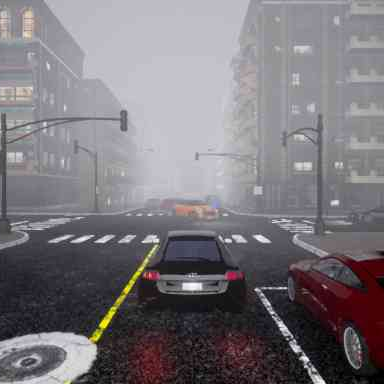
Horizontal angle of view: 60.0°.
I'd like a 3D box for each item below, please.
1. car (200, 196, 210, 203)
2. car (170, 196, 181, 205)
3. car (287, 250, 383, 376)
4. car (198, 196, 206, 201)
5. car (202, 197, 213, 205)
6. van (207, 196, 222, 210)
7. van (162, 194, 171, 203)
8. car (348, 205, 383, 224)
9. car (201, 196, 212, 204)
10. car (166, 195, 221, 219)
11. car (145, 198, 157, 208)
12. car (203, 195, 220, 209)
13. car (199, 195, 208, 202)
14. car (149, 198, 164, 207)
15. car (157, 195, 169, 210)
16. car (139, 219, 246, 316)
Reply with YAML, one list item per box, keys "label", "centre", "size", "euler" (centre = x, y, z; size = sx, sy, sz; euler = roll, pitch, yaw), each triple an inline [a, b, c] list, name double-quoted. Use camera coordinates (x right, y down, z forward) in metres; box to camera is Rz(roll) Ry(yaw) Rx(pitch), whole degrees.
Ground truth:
- label: "car"
  centre: [2.729, 1.662, 70.765]
  size: [1.887, 1.381, 4.507]
  euler: [-1, 0, 0]
- label: "car"
  centre: [-3.024, 1.565, 61.783]
  size: [1.882, 1.535, 5.008]
  euler: [0, 0, 0]
- label: "car"
  centre: [2.796, 1.582, 5.284]
  size: [1.802, 1.307, 4.206]
  euler: [0, 0, 0]
- label: "car"
  centre: [2.814, 1.768, 92.853]
  size: [1.947, 1.339, 4.313]
  euler: [-1, 0, 0]
- label: "car"
  centre: [2.722, 1.606, 59.892]
  size: [1.752, 1.417, 4.829]
  euler: [-1, 0, 0]
- label: "van"
  centre: [2.839, 1.381, 43.186]
  size: [1.690, 1.788, 3.998]
  euler: [-1, 0, 0]
- label: "van"
  centre: [-5.795, 1.478, 76.354]
  size: [1.690, 1.788, 3.998]
  euler: [-1, 0, 0]
- label: "car"
  centre: [14.624, 1.727, 26.199]
  size: [4.181, 1.385, 1.994]
  euler: [1, 0, 0]
- label: "car"
  centre: [2.724, 1.539, 65.245]
  size: [1.967, 1.590, 4.097]
  euler: [-1, 0, 0]
- label: "car"
  centre: [0.130, 1.369, 27.354]
  size: [2.097, 1.767, 4.553]
  euler: [0, 0, -34]
- label: "car"
  centre: [-5.809, 1.634, 48.738]
  size: [1.802, 1.307, 4.206]
  euler: [-1, 0, 0]
- label: "car"
  centre: [2.754, 1.367, 48.683]
  size: [2.192, 1.841, 5.009]
  euler: [-1, 0, 0]
- label: "car"
  centre: [2.783, 1.597, 81.808]
  size: [1.967, 1.590, 4.097]
  euler: [-1, 0, 0]
- label: "car"
  centre: [-5.806, 1.631, 54.260]
  size: [1.947, 1.339, 4.313]
  euler: [-1, 0, 0]
- label: "car"
  centre: [-3.068, 1.520, 43.995]
  size: [1.882, 1.535, 5.008]
  euler: [0, 0, 0]
- label: "car"
  centre: [0.007, 1.564, 7.623]
  size: [1.994, 1.385, 4.181]
  euler: [0, 0, 0]
